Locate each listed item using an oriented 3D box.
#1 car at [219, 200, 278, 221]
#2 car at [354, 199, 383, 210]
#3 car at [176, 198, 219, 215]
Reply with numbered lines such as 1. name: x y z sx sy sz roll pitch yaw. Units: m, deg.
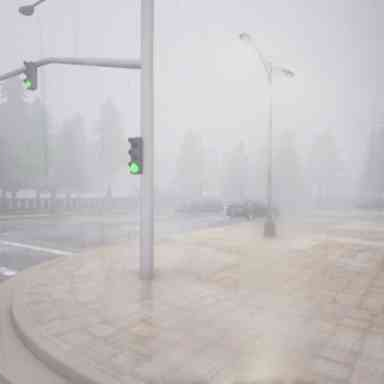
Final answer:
1. car: 4.787 1.392 25.918 4.902 1.511 2.128 0 0 -41
2. car: 22.091 1.488 40.553 4.181 1.385 1.994 0 0 -6
3. car: 0.711 1.366 31.522 4.902 1.511 2.128 0 0 -38
